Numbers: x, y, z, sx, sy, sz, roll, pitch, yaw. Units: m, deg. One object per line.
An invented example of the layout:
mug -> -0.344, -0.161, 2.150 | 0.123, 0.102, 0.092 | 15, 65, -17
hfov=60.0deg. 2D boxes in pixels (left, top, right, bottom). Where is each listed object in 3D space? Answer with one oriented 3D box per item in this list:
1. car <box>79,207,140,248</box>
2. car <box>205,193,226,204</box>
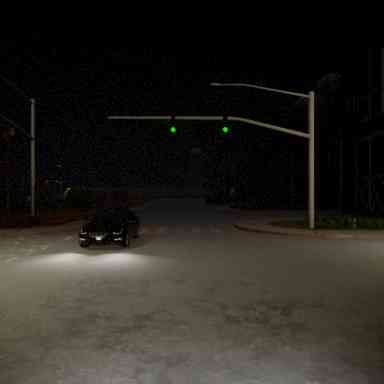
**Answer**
car -> -3.482, 1.486, 14.840 | 1.837, 1.490, 4.892 | 0, 0, 0
car -> 4.234, 1.150, 59.926 | 1.905, 1.878, 3.866 | -8, 3, -42
